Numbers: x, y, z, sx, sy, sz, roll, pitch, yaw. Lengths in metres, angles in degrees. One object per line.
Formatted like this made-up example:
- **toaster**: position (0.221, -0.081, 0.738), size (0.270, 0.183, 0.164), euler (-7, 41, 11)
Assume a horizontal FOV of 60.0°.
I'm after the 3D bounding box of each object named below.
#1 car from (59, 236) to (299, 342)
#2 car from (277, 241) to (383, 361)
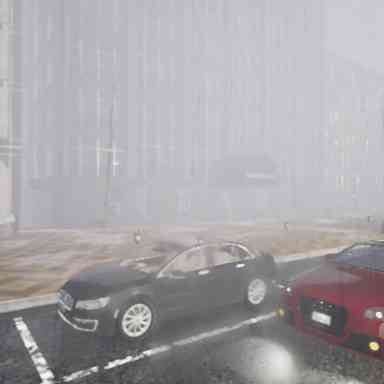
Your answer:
- **car**: position (-0.211, 1.573, 6.419), size (4.403, 1.369, 2.008), euler (0, 0, -36)
- **car**: position (3.440, 1.603, 5.844), size (4.181, 1.385, 1.994), euler (0, 0, -36)
